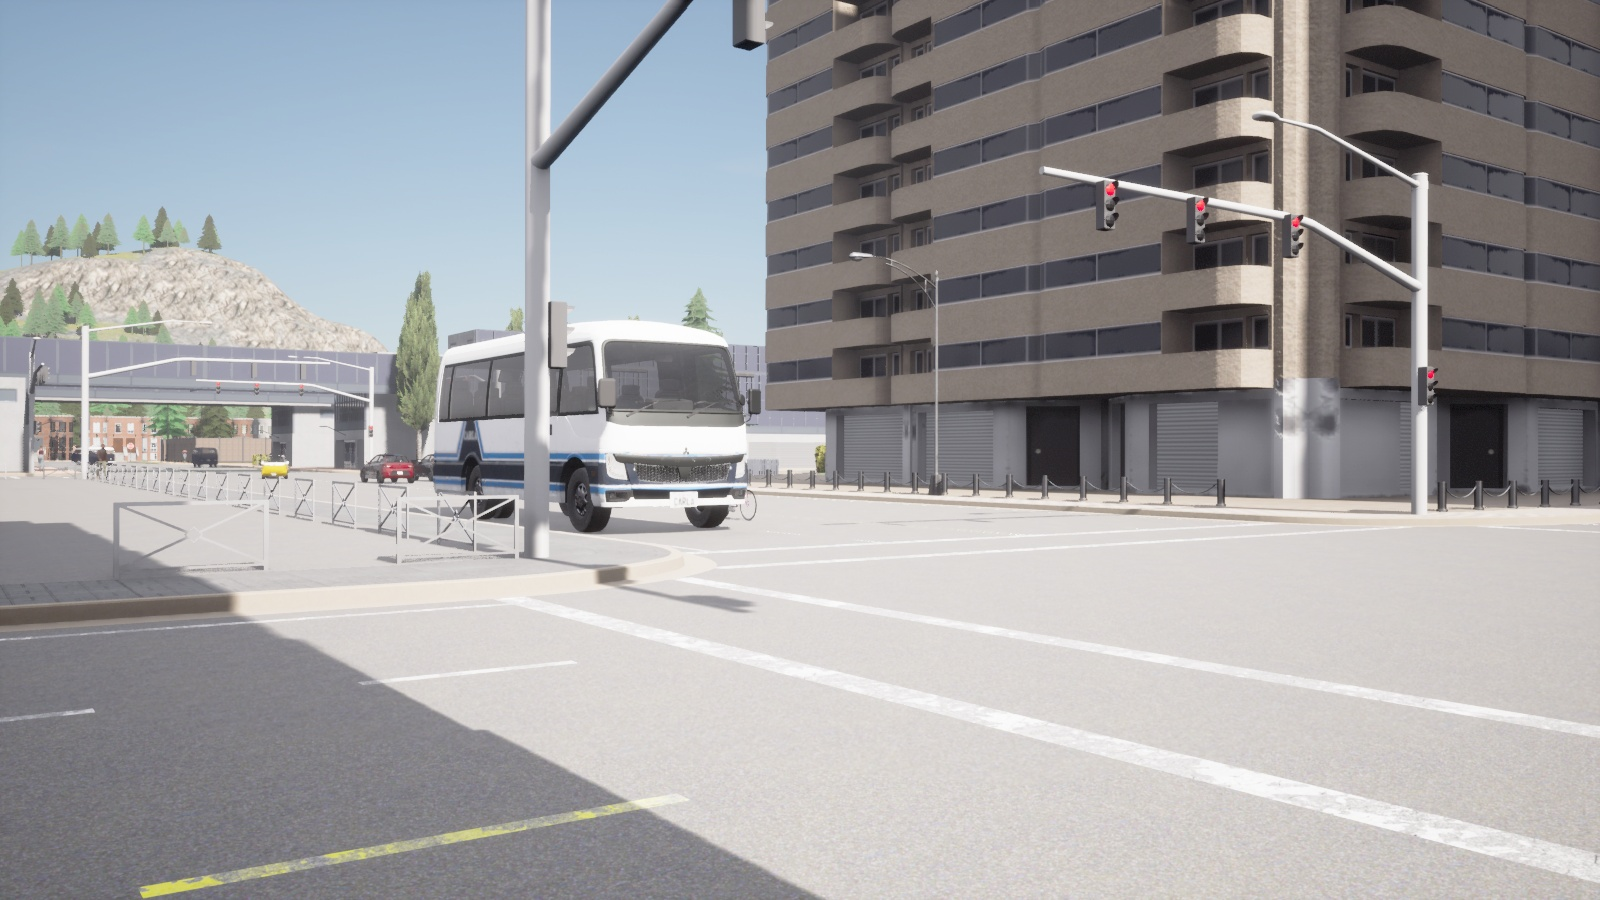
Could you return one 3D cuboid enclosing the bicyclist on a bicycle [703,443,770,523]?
[{"bbox_3d":[-1.488,0.745,29.055,0.659,1.776,1.843,0,0,-35],"label":"bicyclist on a bicycle"}]

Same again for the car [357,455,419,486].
[{"bbox_3d":[-20.704,1.012,63.020,1.816,1.474,4.193,0,0,-35],"label":"car"}]

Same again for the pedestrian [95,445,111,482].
[{"bbox_3d":[-35.530,0.691,64.047,0.703,1.840,0.431,0,0,33],"label":"pedestrian"}]

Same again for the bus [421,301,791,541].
[{"bbox_3d":[-4.724,-0.499,27.581,3.944,4.253,10.273,0,0,-35],"label":"bus"}]

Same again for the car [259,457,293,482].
[{"bbox_3d":[-29.870,1.094,71.636,1.481,1.376,2.207,0,0,-15],"label":"car"}]

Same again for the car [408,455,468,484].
[{"bbox_3d":[-19.461,1.020,67.379,1.816,1.474,4.193,0,0,-35],"label":"car"}]
